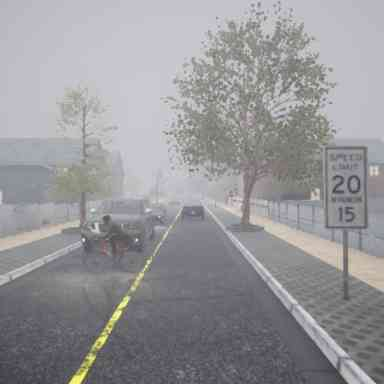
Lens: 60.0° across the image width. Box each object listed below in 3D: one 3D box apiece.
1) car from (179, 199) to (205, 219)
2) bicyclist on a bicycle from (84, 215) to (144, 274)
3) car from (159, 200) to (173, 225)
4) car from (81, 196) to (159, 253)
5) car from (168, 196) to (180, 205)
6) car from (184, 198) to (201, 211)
[{"bbox_3d":[0.097,1.487,29.267,1.882,1.535,5.008,0,0,0],"label":"car"},{"bbox_3d":[-2.151,1.456,9.098,1.656,1.620,0.582,-2,0,-1],"label":"bicyclist on a bicycle"},{"bbox_3d":[-2.842,1.556,24.757,2.033,1.411,5.357,0,0,0],"label":"car"},{"bbox_3d":[-2.852,1.227,14.082,2.150,2.045,5.566,0,0,0],"label":"car"},{"bbox_3d":[-2.847,1.509,55.113,1.837,1.490,4.892,0,0,0],"label":"car"},{"bbox_3d":[0.095,1.555,42.911,2.033,1.411,5.357,0,0,0],"label":"car"}]
